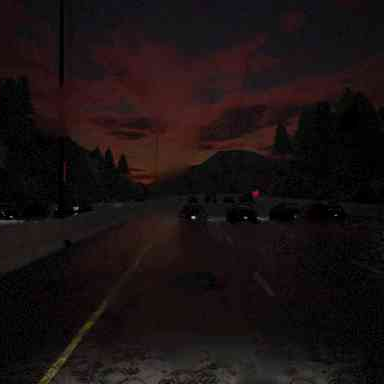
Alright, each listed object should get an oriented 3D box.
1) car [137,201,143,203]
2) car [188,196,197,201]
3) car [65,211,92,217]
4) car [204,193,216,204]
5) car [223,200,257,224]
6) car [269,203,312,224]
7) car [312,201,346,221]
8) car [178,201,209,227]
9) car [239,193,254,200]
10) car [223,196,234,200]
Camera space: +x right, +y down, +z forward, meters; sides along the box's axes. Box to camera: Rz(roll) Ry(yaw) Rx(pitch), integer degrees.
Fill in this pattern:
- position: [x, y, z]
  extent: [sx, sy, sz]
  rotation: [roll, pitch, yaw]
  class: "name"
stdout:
- position: [-10.483, 1.583, 69.810]
  extent: [1.895, 1.301, 4.718]
  rotation: [0, 0, 0]
  class: "car"
- position: [0.119, 1.523, 65.690]
  extent: [1.837, 1.490, 4.892]
  rotation: [0, 0, 0]
  class: "car"
- position: [-10.566, 1.353, 29.880]
  extent: [2.097, 1.767, 4.553]
  rotation: [0, 0, 0]
  class: "car"
- position: [3.617, 1.242, 65.664]
  extent: [2.150, 2.045, 5.566]
  rotation: [0, 0, 0]
  class: "car"
- position: [3.606, 1.535, 24.687]
  extent: [1.812, 1.442, 4.674]
  rotation: [0, 0, 0]
  class: "car"
- position: [7.106, 1.537, 24.947]
  extent: [1.812, 1.442, 4.674]
  rotation: [0, 0, 0]
  class: "car"
- position: [10.607, 1.506, 26.941]
  extent: [2.128, 1.511, 4.902]
  rotation: [0, 0, 0]
  class: "car"
- position: [0.097, 1.570, 22.859]
  extent: [1.994, 1.385, 4.181]
  rotation: [0, 0, 0]
  class: "car"
- position: [10.615, 1.246, 64.906]
  extent: [2.150, 2.045, 5.566]
  rotation: [0, 0, 0]
  class: "car"
- position: [7.118, 1.500, 65.332]
  extent: [1.882, 1.535, 5.008]
  rotation: [0, 0, 0]
  class: "car"
